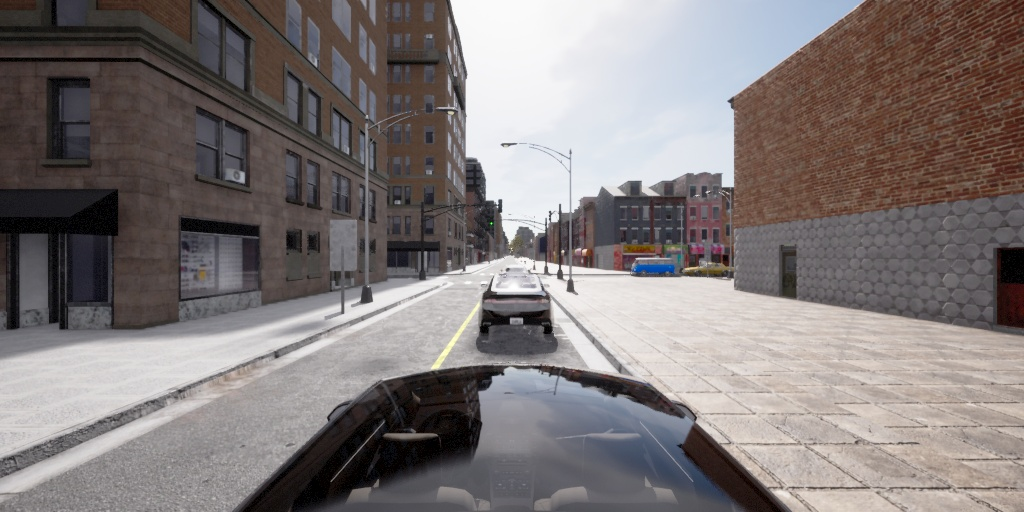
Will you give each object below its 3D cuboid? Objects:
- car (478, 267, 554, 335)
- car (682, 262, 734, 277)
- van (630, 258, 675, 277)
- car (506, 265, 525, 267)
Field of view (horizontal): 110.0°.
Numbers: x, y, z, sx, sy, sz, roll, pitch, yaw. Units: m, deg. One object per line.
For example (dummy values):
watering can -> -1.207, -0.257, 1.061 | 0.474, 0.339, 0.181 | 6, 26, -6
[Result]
car -> 0.105, 1.242, 10.460 | 2.128, 1.511, 4.902 | 0, 0, 0
car -> 19.206, 1.267, 35.060 | 4.829, 1.417, 1.751 | 0, 0, 0
van -> 13.764, 1.087, 35.073 | 3.998, 1.789, 1.690 | 0, 0, 0
car -> 0.233, 1.275, 22.898 | 1.812, 1.442, 4.674 | 0, 0, 2
